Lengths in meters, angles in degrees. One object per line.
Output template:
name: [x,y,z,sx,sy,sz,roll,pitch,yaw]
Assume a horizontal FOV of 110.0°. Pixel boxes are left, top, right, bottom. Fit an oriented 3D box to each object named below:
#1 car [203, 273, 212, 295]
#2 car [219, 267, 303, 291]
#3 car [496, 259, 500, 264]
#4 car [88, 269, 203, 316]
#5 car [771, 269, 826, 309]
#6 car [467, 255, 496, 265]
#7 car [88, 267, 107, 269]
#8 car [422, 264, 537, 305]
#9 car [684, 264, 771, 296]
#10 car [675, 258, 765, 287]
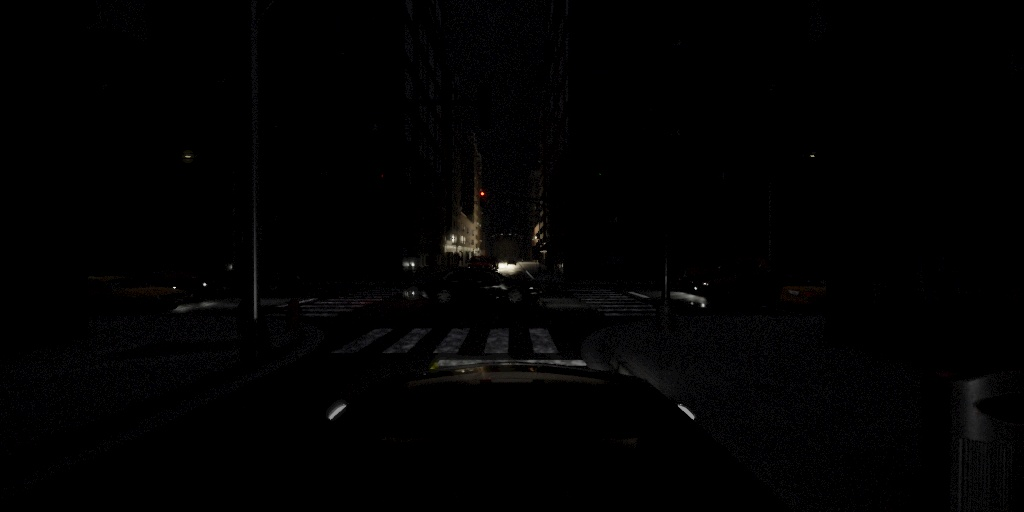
car: [-16.011,1.369,15.453,4.718,1.301,1.895,0,0,0]
car: [-14.569,1.307,20.942,4.313,1.339,1.948,0,0,0]
car: [-2.929,0.956,43.913,2.150,2.045,5.566,0,0,0]
car: [-14.403,1.304,12.917,4.829,1.417,1.751,0,0,0]
car: [12.480,1.280,12.933,4.829,1.417,1.751,0,0,0]
car: [-2.911,0.963,33.524,2.150,2.045,5.566,0,0,0]
car: [-25.395,1.315,20.935,4.313,1.339,1.948,0,0,0]
car: [-1.361,1.256,15.460,4.892,1.490,1.837,0,0,0]
car: [12.134,1.277,18.382,5.357,1.411,2.033,0,0,3]
car: [12.314,1.032,20.958,5.009,1.841,2.192,0,0,0]
